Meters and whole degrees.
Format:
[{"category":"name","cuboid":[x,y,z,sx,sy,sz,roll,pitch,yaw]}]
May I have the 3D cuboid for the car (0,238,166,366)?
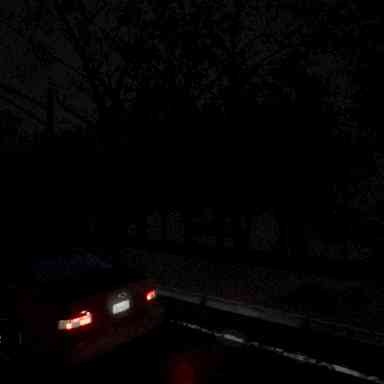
[{"category":"car","cuboid":[-2.966,1.546,5.811,5.357,1.411,2.033,0,0,36]}]
